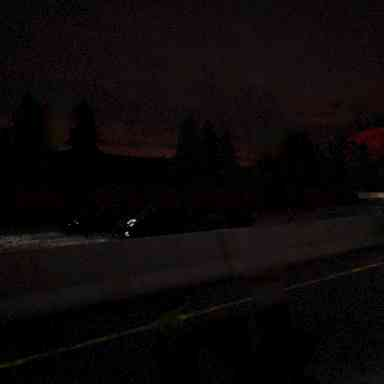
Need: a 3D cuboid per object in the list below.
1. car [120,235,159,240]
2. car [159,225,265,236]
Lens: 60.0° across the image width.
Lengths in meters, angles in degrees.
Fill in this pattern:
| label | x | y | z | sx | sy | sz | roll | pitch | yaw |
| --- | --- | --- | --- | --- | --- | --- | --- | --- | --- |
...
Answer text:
| label | x | y | z | sx | sy | sz | roll | pitch | yaw |
| --- | --- | --- | --- | --- | --- | --- | --- | --- | --- |
| car | -1.516 | 1.298 | 15.826 | 4.553 | 1.767 | 2.097 | 0 | 0 | -36 |
| car | 1.083 | 1.505 | 13.382 | 4.181 | 1.385 | 1.994 | 0 | 0 | -36 |
